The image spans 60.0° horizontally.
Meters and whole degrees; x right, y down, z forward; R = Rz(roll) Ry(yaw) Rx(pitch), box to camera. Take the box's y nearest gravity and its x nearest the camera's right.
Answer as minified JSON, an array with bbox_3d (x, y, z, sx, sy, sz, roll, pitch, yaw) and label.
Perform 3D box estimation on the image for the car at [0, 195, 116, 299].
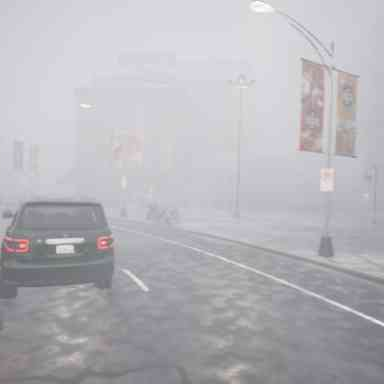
[{"bbox_3d":[-3.495,1.096,8.473,2.150,2.045,5.566,2,0,-26],"label":"car"}]

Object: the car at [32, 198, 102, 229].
[{"bbox_3d":[-7.771,1.212,20.385,2.128,1.511,4.902,2,0,-45],"label":"car"}]
